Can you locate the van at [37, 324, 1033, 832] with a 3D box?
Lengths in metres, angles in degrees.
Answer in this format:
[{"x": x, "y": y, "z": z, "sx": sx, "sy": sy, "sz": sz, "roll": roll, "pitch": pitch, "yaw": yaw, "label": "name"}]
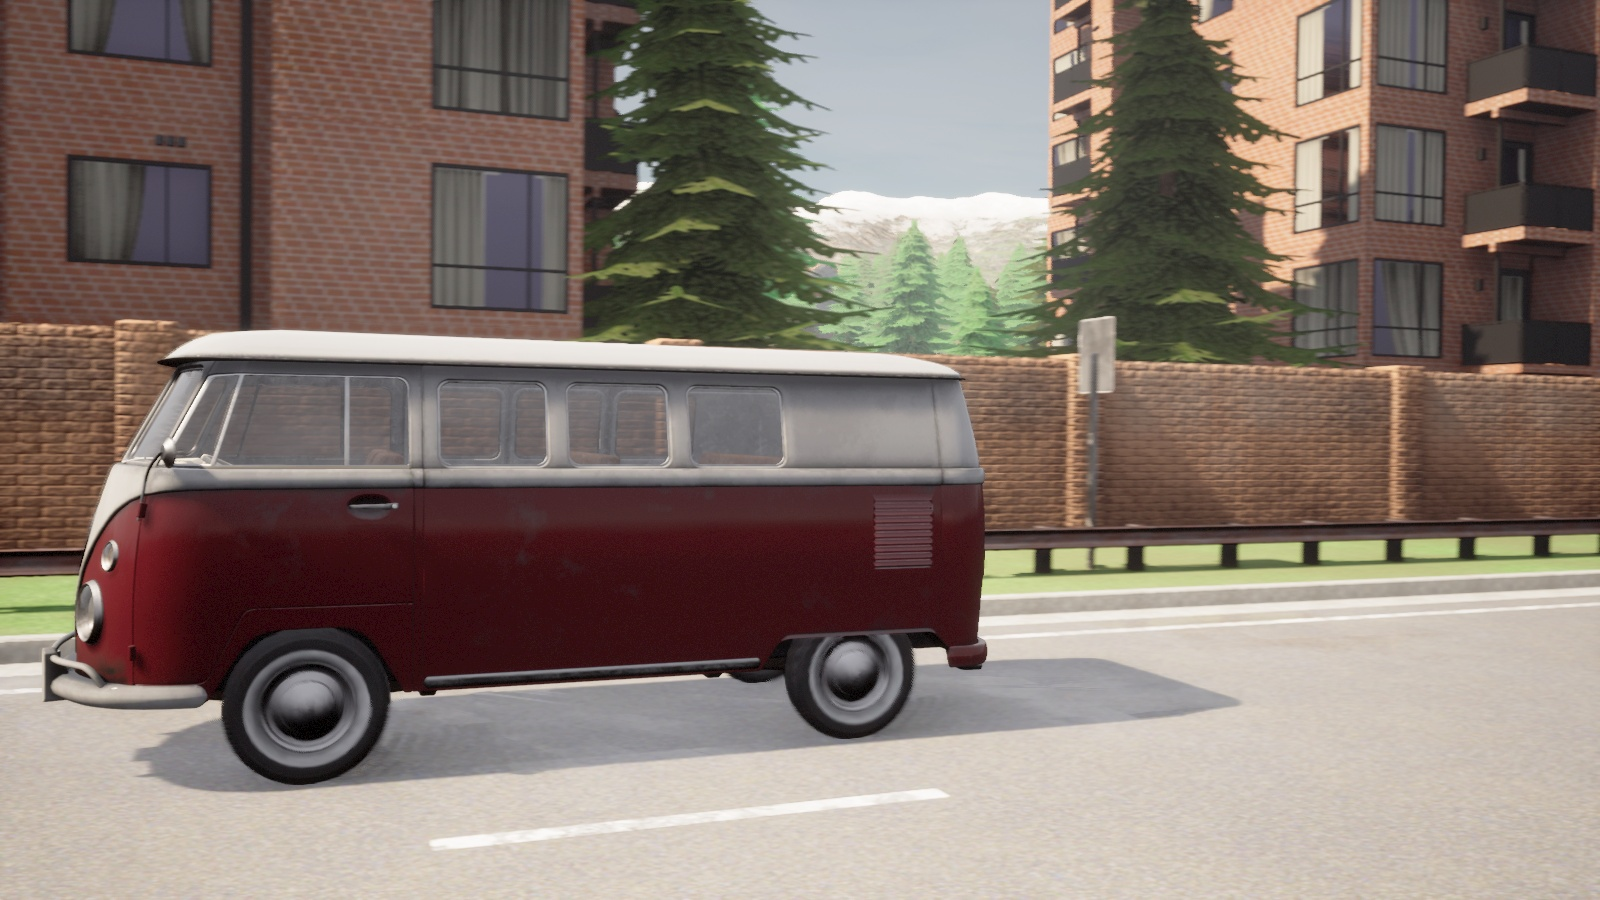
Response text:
[{"x": -1.198, "y": 0.457, "z": 6.525, "sx": 4.442, "sy": 1.987, "sz": 1.775, "roll": -1, "pitch": 1, "yaw": -21, "label": "van"}]
